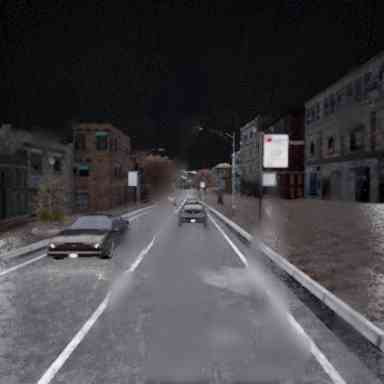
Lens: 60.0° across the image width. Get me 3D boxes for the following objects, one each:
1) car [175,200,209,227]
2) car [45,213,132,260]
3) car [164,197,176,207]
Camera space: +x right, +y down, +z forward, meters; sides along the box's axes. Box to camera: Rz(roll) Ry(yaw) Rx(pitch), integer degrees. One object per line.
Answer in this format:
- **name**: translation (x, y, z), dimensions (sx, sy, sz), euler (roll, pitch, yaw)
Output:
- **car**: translation (0.057, 1.501, 22.537), dimensions (1.837, 1.490, 4.892), euler (0, 0, 0)
- **car**: translation (-3.579, 1.541, 12.681), dimensions (2.033, 1.411, 5.357), euler (0, 0, 0)
- **car**: translation (-3.495, 1.604, 53.795), dimensions (1.812, 1.442, 4.674), euler (0, 0, 0)
